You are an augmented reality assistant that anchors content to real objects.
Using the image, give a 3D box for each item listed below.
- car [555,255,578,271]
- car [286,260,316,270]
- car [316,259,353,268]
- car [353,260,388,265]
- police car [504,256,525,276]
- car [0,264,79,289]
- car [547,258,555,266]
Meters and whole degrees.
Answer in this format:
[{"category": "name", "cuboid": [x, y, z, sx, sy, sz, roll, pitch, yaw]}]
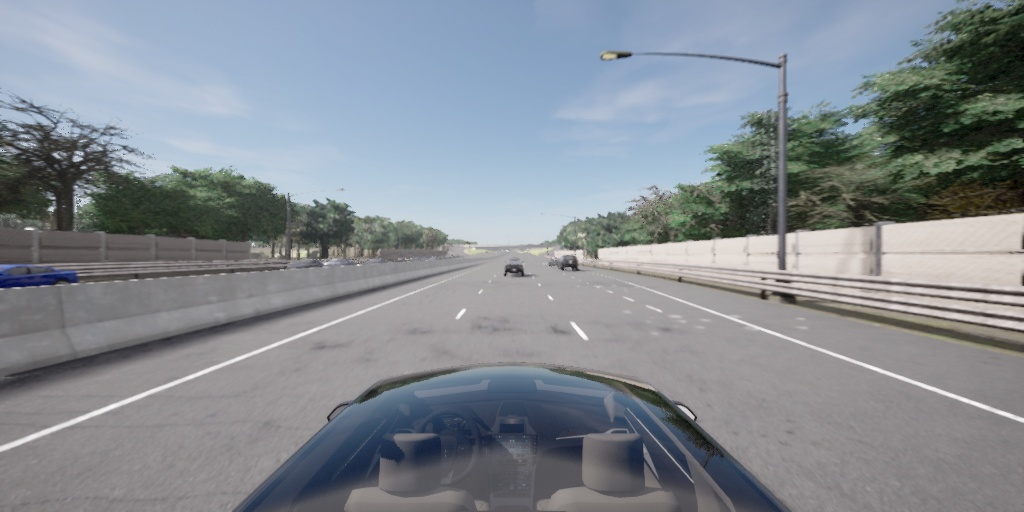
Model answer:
[{"category": "car", "cuboid": [7.313, 0.857, 47.106, 2.150, 2.045, 5.566, 0, 0, 1]}, {"category": "car", "cuboid": [-20.897, 1.124, 36.532, 1.837, 1.490, 4.892, 0, 0, 1]}, {"category": "car", "cuboid": [-17.397, 1.114, 36.625, 2.128, 1.511, 4.902, 0, 0, 1]}, {"category": "car", "cuboid": [-13.900, 1.132, 36.542, 1.837, 1.490, 4.892, 0, 0, 1]}, {"category": "police car", "cuboid": [0.230, 1.068, 35.983, 1.930, 1.638, 5.238, 0, 0, 1]}, {"category": "car", "cuboid": [-23.810, 1.145, 16.826, 1.882, 1.535, 5.008, 0, 0, -3]}, {"category": "car", "cuboid": [7.490, 1.099, 64.661, 2.128, 1.511, 4.902, 0, 0, 1]}]
